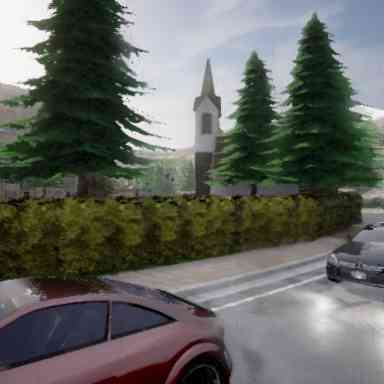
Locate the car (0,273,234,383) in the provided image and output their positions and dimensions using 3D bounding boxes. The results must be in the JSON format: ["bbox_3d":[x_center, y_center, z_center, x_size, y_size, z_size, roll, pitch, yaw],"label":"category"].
[{"bbox_3d":[-1.607,1.566,3.050,4.181,1.385,1.994,0,0,-37],"label":"car"}]

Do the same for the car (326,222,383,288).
[{"bbox_3d":[5.309,1.551,8.806,4.674,1.442,1.812,0,0,-43],"label":"car"}]
